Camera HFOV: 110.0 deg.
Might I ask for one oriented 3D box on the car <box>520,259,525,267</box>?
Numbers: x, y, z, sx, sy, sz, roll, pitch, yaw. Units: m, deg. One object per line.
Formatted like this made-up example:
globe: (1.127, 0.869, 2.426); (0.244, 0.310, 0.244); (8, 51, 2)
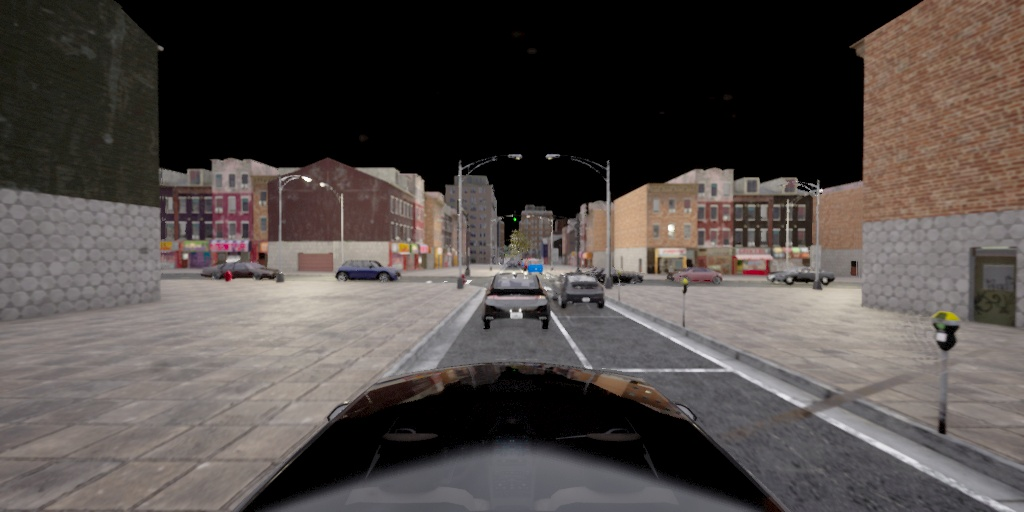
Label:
car: (2.709, 1.305, 52.508); (2.192, 1.841, 5.009); (0, 0, 0)

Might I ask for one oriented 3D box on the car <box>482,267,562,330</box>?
car: (0.113, 1.261, 11.288); (2.128, 1.511, 4.902); (0, 0, 0)

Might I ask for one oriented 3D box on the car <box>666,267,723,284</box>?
car: (15.162, 1.585, 29.913); (4.181, 1.385, 1.994); (1, 1, 0)

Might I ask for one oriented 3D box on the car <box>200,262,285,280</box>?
car: (-20.276, 1.134, 27.065); (5.357, 1.411, 2.033); (1, 1, 0)

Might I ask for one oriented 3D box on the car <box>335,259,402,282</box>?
car: (-10.723, 1.067, 27.043); (4.553, 1.767, 2.097); (1, 1, 0)

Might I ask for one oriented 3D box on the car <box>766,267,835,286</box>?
car: (24.000, 1.629, 29.880); (4.902, 1.511, 2.128); (1, 1, 0)

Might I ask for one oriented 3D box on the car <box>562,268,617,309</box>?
car: (2.654, 1.331, 14.972); (2.007, 1.370, 4.403); (0, 0, 0)

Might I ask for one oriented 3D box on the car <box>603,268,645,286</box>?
car: (7.375, 1.555, 26.816); (4.718, 1.301, 1.895); (1, 1, -10)

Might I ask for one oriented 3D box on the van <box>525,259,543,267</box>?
van: (2.693, 1.255, 41.927); (1.690, 1.789, 3.998); (0, 0, 0)
